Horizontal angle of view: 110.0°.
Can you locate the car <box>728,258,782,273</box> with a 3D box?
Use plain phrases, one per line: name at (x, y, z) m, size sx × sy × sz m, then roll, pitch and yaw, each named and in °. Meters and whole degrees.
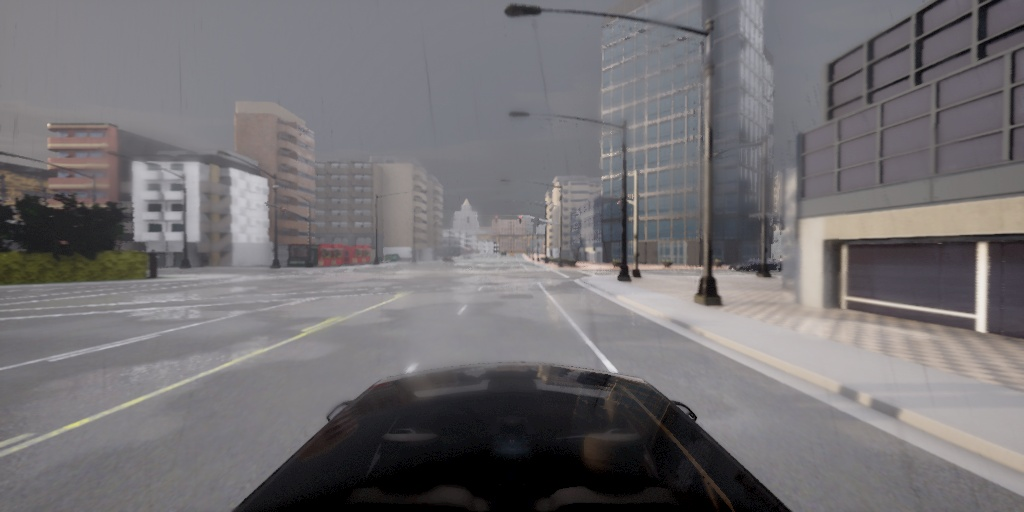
car at (24.401, 0.900, 35.341) m, size 5.357 × 1.411 × 2.033 m, roll 0°, pitch 1°, yaw 1°
